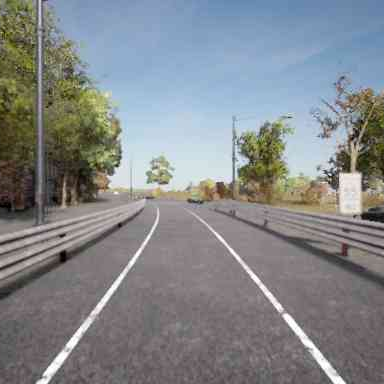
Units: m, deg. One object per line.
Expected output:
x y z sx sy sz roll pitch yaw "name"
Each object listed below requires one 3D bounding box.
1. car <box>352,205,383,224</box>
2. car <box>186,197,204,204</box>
14.046 1.710 24.311 1.837 1.490 4.892 0 0 -20 "car"
0.459 1.591 61.897 1.895 1.301 4.718 2 0 -20 "car"
